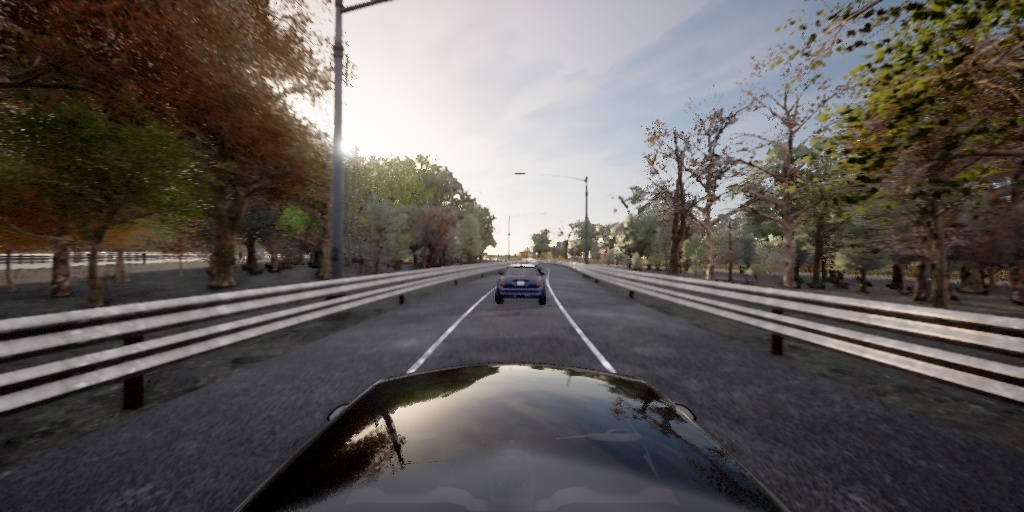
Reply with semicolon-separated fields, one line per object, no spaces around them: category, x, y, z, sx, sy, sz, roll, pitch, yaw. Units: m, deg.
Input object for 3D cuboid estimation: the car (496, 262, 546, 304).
car;0.465;1.158;16.988;2.097;1.767;4.553;0;0;3
